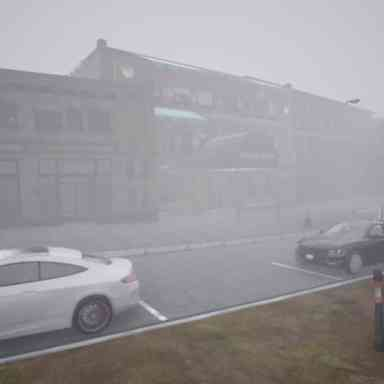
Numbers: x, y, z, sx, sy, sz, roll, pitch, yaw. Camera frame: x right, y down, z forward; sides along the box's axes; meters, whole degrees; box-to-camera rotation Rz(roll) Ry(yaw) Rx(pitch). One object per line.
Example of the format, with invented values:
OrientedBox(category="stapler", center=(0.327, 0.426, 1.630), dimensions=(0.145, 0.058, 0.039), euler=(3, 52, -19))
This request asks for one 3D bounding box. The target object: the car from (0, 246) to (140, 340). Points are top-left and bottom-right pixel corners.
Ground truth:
OrientedBox(category="car", center=(-3.248, 1.758, 5.904), dimensions=(4.674, 1.452, 2.002), euler=(0, 1, -29))

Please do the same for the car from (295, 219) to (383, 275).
OrientedBox(category="car", center=(5.713, 1.717, 11.443), dimensions=(5.008, 1.535, 2.097), euler=(1, -1, -32))
